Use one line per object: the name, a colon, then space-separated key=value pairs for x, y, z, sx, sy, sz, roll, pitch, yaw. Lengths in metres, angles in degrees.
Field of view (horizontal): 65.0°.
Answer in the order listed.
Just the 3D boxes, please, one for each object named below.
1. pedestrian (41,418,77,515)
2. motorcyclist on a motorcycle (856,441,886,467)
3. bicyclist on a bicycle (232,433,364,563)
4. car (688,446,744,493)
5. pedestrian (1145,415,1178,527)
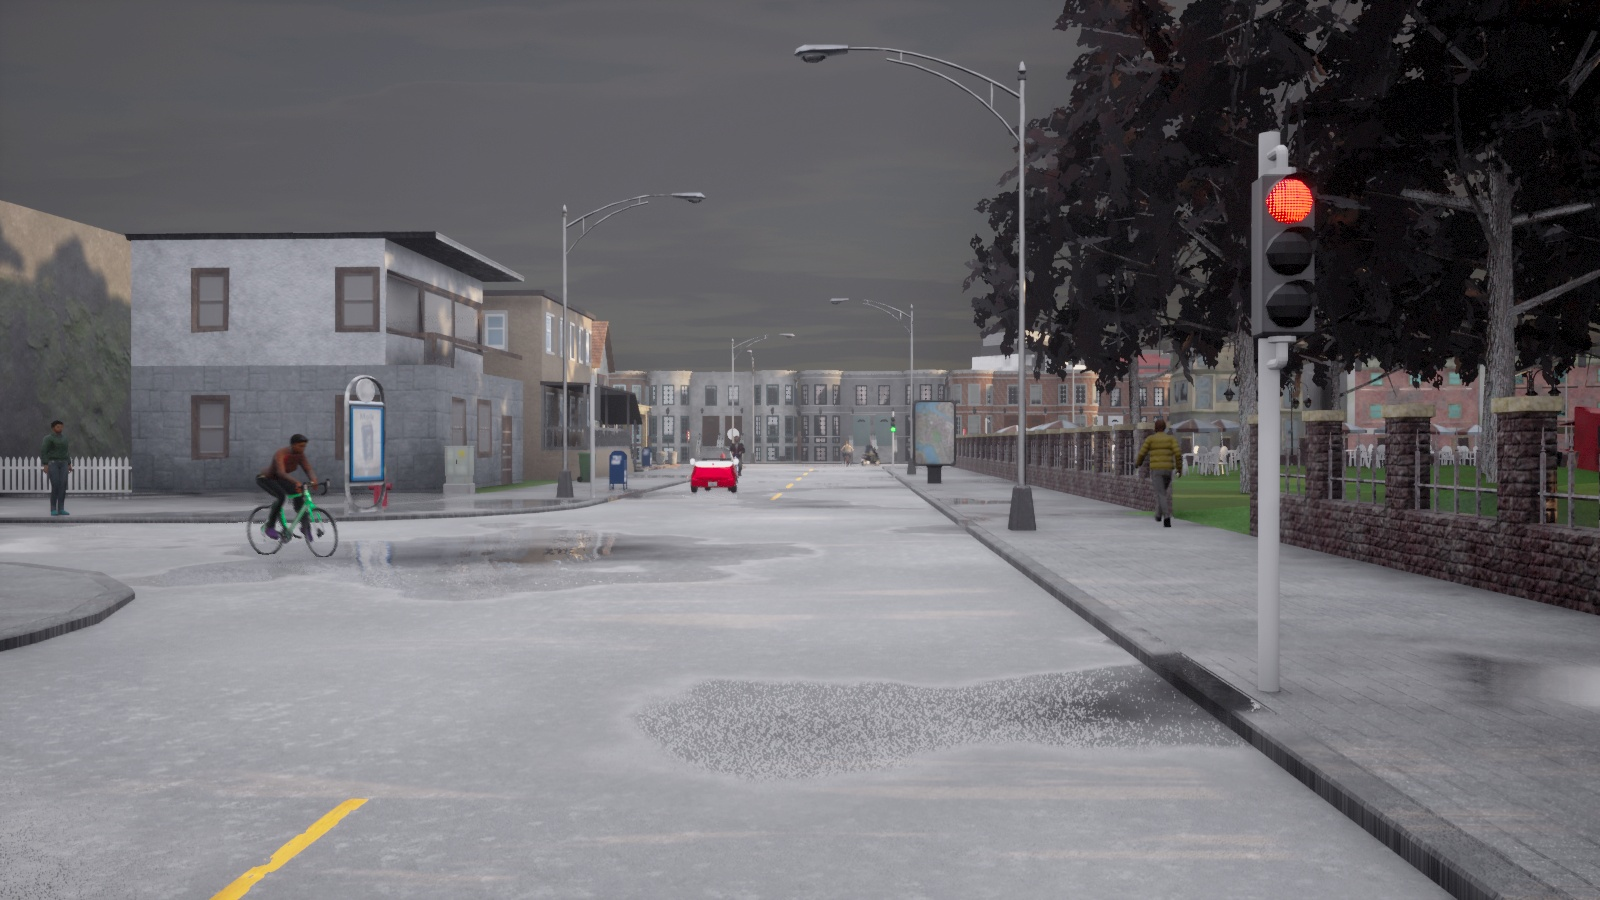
pedestrian: x=-14.293 y=0.308 z=24.213 sx=0.614 sy=1.847 sz=0.353 roll=0 pitch=0 yaw=32
motorcyclist on a motorcycle: x=4.565 y=0.248 z=80.756 sx=0.866 sy=1.590 sz=1.817 roll=2 pitch=1 yaw=44
bicyclist on a bicycle: x=-6.587 y=0.601 z=16.465 sx=1.656 sy=1.620 sz=0.582 roll=1 pitch=3 yaw=25
car: x=-2.562 y=0.582 z=38.474 sx=1.481 sy=1.376 sz=2.207 roll=0 pitch=0 yaw=2
pedestrian: x=6.050 y=0.342 z=21.037 sx=0.370 sy=1.835 sz=0.726 roll=0 pitch=0 yaw=2
